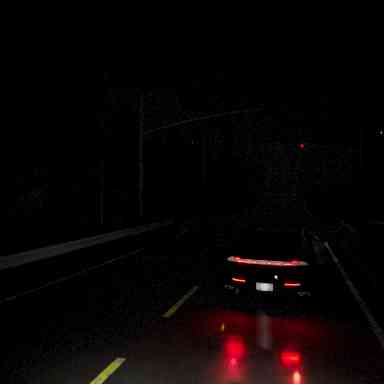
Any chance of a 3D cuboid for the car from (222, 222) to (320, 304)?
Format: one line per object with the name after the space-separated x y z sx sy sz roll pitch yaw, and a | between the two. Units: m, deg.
2.070 1.491 8.270 2.128 1.511 4.902 0 0 18 | car
